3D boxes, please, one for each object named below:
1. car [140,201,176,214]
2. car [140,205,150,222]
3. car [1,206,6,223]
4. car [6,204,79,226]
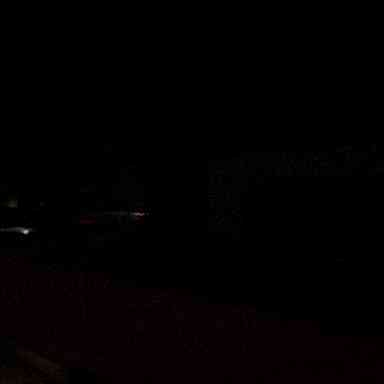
[{"bbox_3d":[-4.264,1.868,42.211,1.812,1.442,4.674,-1,0,36],"label":"car"},{"bbox_3d":[-1.839,1.767,27.613,2.033,1.411,5.357,-1,-1,38],"label":"car"},{"bbox_3d":[-15.897,1.834,26.102,2.128,1.511,4.902,-1,0,36],"label":"car"},{"bbox_3d":[-11.437,1.778,26.306,1.882,1.535,5.008,-1,0,36],"label":"car"}]
